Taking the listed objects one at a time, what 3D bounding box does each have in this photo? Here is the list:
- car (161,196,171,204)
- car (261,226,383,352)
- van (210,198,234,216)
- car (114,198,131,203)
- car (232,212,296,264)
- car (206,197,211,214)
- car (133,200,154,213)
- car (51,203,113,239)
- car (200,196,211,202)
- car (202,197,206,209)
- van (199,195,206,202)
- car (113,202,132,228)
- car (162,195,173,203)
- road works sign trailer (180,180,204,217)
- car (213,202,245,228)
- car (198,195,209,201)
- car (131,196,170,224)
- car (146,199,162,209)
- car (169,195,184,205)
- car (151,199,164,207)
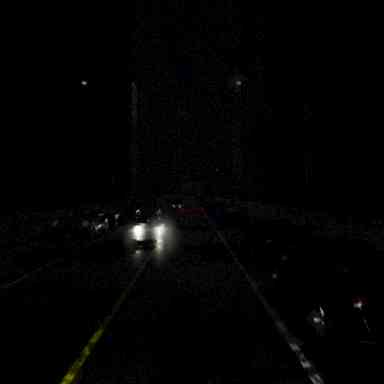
[{"bbox_3d":[-5.765,1.756,73.505,1.967,1.590,4.097,0,0,0],"label":"car"},{"bbox_3d":[2.764,1.590,6.208,1.947,1.339,4.313,0,0,0],"label":"car"},{"bbox_3d":[2.763,1.455,28.645,1.690,1.788,3.998,0,0,0],"label":"van"},{"bbox_3d":[-5.762,1.428,28.630,2.192,1.841,5.009,0,0,0],"label":"car"},{"bbox_3d":[2.763,1.612,11.817,1.947,1.339,4.313,0,0,0],"label":"car"},{"bbox_3d":[2.762,1.577,34.254,1.967,1.590,4.097,0,0,0],"label":"car"},{"bbox_3d":[-5.763,1.726,39.848,1.947,1.339,4.313,0,0,0],"label":"car"},{"bbox_3d":[-5.762,1.508,17.411,1.967,1.590,4.097,0,0,0],"label":"car"},{"bbox_3d":[2.761,1.818,56.689,1.802,1.307,4.206,0,0,0],"label":"car"},{"bbox_3d":[2.762,1.751,45.471,1.947,1.339,4.313,0,0,0],"label":"car"},{"bbox_3d":[2.759,1.711,84.736,1.690,1.788,3.998,0,0,0],"label":"van"},{"bbox_3d":[-5.762,1.641,23.020,2.008,1.369,4.403,0,0,0],"label":"car"},{"bbox_3d":[-5.765,1.658,79.115,2.192,1.841,5.009,0,0,0],"label":"car"},{"bbox_3d":[-0.001,0.596,32.982,2.380,3.560,2.880,0,0,0],"label":"road works sign trailer"},{"bbox_3d":[2.763,1.635,23.036,1.887,1.381,4.507,0,0,0],"label":"car"},{"bbox_3d":[2.761,1.577,62.300,2.192,1.841,5.009,0,0,0],"label":"car"},{"bbox_3d":[-3.100,1.453,25.742,2.097,1.767,4.553,0,0,0],"label":"car"},{"bbox_3d":[-5.764,1.761,51.067,2.008,1.369,4.403,0,0,0],"label":"car"},{"bbox_3d":[-3.005,1.829,67.767,2.033,1.411,5.357,0,0,0],"label":"car"},{"bbox_3d":[-5.764,1.818,56.676,1.802,1.307,4.206,0,0,0],"label":"car"}]
